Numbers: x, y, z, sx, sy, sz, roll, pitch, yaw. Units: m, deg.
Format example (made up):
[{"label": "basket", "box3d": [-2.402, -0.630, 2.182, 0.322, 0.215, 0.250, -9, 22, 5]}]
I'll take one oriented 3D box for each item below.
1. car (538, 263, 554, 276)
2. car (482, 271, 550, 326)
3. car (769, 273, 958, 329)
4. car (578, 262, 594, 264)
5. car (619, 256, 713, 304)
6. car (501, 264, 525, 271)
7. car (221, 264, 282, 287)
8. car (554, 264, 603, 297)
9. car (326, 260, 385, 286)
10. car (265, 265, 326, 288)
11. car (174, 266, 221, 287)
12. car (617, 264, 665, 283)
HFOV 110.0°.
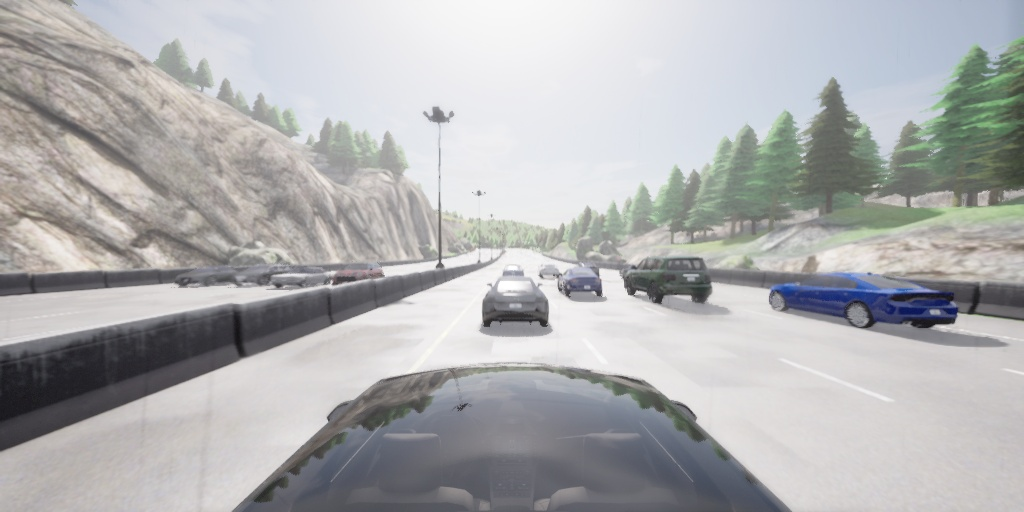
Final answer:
[{"label": "car", "box3d": [3.597, 1.395, 35.647, 1.812, 1.442, 4.674, 0, 0, 0]}, {"label": "car", "box3d": [0.099, 1.350, 11.890, 1.994, 1.385, 4.181, 0, 0, 0]}, {"label": "car", "box3d": [10.599, 1.262, 11.458, 1.882, 1.535, 5.008, 0, 0, 0]}, {"label": "car", "box3d": [7.097, 1.357, 34.587, 2.128, 1.511, 4.902, 0, 0, 0]}, {"label": "car", "box3d": [7.099, 1.025, 16.876, 2.150, 2.045, 5.566, 0, 0, 0]}, {"label": "car", "box3d": [0.097, 1.395, 29.801, 2.033, 1.411, 5.357, 0, 0, 0]}, {"label": "car", "box3d": [-17.598, 1.325, 25.665, 2.128, 1.511, 4.902, 0, 0, 0]}, {"label": "car", "box3d": [3.599, 1.338, 19.423, 1.812, 1.442, 4.674, 0, 0, 0]}, {"label": "car", "box3d": [-10.599, 1.183, 25.039, 2.097, 1.767, 4.553, 0, 0, 0]}, {"label": "car", "box3d": [-14.101, 1.430, 24.406, 1.895, 1.301, 4.718, 0, 0, 0]}, {"label": "car", "box3d": [-21.098, 1.396, 25.190, 1.994, 1.385, 4.181, 0, 0, 0]}, {"label": "car", "box3d": [10.598, 1.396, 29.943, 2.033, 1.411, 5.357, 0, 0, 0]}]
